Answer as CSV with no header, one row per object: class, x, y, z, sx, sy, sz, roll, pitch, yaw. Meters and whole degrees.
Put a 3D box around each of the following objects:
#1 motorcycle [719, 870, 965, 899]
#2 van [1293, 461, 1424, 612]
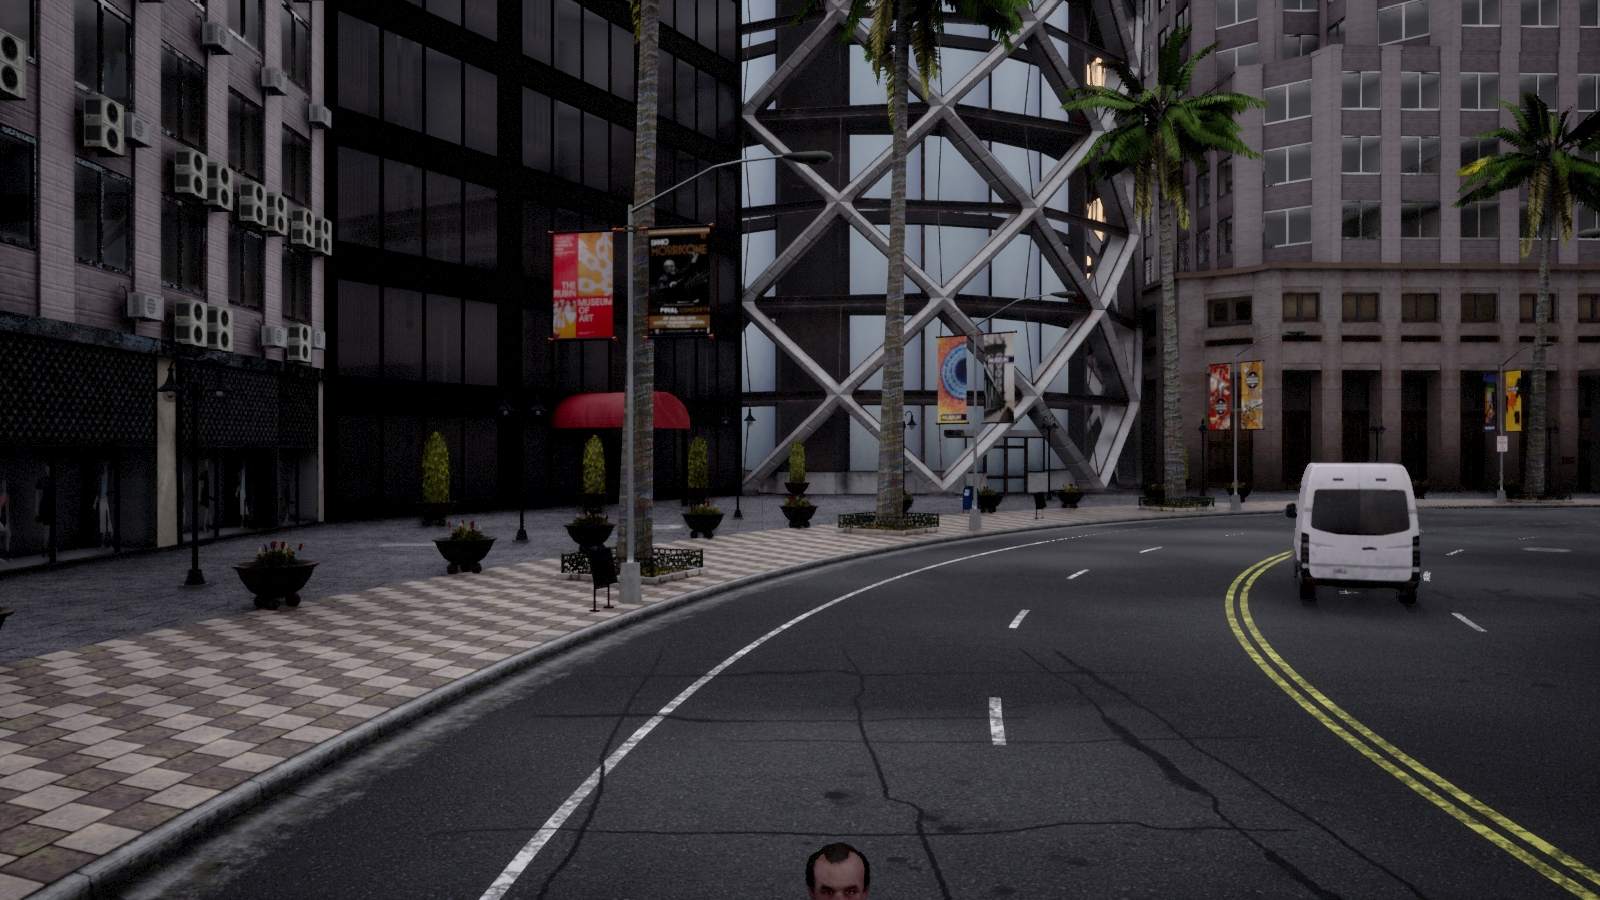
motorcycle,0.124,2.182,3.338,0.856,1.236,1.805,0,0,2
van,11.038,1.534,22.956,1.988,2.561,5.915,0,0,22
